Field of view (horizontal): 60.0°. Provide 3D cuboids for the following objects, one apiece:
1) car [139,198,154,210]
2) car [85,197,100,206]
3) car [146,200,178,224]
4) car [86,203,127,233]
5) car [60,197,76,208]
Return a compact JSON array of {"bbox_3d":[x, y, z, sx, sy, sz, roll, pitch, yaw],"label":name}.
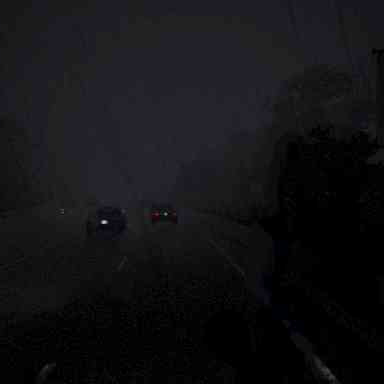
[{"bbox_3d":[-5.665,1.509,42.403,2.128,1.511,4.902,0,0,-13],"label":"car"},{"bbox_3d":[-14.712,1.500,49.392,1.882,1.535,5.008,0,0,-14],"label":"car"},{"bbox_3d":[-2.194,1.558,25.115,2.033,1.411,5.357,0,0,-9],"label":"car"},{"bbox_3d":[-4.956,1.575,19.729,1.994,1.385,4.181,0,0,-8],"label":"car"},{"bbox_3d":[-18.316,1.515,49.386,2.128,1.511,4.902,0,0,-14],"label":"car"}]
